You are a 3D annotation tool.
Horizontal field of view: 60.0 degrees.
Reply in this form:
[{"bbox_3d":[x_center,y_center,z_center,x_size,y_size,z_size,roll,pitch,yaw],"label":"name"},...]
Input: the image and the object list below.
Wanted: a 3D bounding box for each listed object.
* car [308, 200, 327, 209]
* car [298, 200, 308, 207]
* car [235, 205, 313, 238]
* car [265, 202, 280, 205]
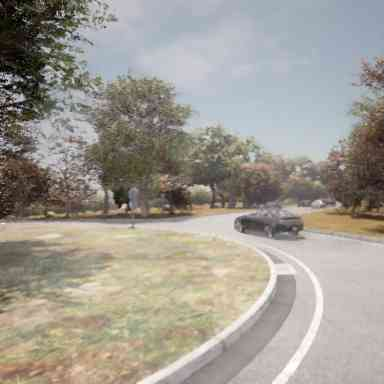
[{"bbox_3d":[22.361,2.169,58.395,1.812,1.442,4.674,-1,-1,33],"label":"car"},{"bbox_3d":[21.872,2.291,64.200,1.994,1.385,4.181,-1,-1,33],"label":"car"},{"bbox_3d":[4.309,1.731,19.401,2.128,1.511,4.902,0,-1,-25],"label":"car"},{"bbox_3d":[11.721,2.148,48.547,1.994,1.385,4.181,-1,-1,33],"label":"car"}]
